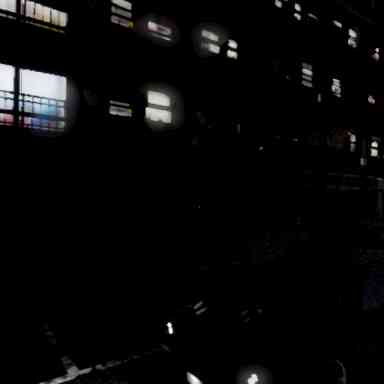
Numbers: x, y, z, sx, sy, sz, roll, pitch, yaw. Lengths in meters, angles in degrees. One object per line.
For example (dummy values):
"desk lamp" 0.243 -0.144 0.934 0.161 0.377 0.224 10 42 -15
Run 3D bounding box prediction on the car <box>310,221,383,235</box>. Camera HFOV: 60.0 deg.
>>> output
"car" 4.720 1.579 9.898 4.313 1.339 1.947 0 1 -35

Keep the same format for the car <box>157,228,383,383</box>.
"car" 2.199 1.554 4.941 5.357 1.411 2.033 0 0 -35
